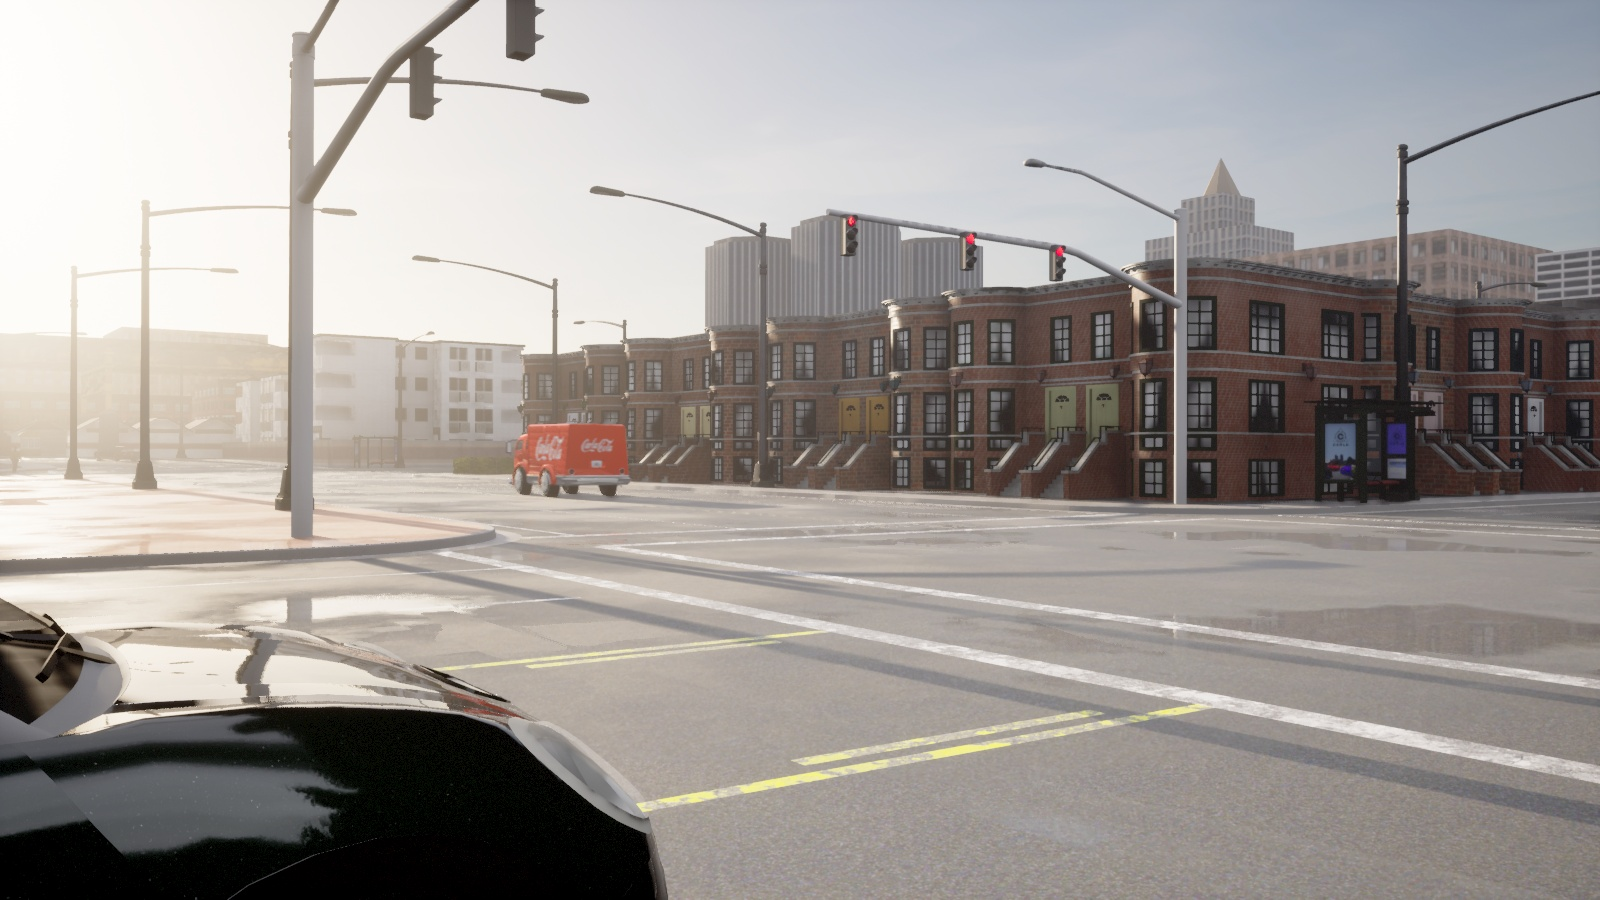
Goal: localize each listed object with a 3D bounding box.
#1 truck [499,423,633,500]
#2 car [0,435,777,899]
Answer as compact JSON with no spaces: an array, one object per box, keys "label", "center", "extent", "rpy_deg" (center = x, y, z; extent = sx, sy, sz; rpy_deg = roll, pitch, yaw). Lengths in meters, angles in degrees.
[{"label":"truck","center":[-8.166,0.382,43.488],"extent":[2.627,2.467,5.204],"rpy_deg":[0,0,-35]},{"label":"car","center":[-2.171,0.720,2.205],"extent":[3.806,1.475,1.970],"rpy_deg":[0,0,-35]}]
